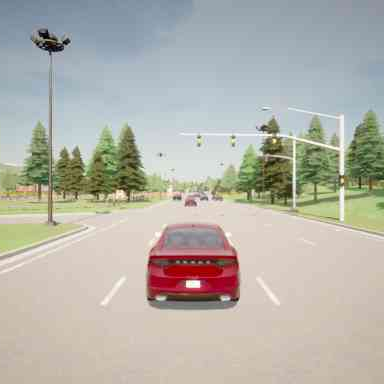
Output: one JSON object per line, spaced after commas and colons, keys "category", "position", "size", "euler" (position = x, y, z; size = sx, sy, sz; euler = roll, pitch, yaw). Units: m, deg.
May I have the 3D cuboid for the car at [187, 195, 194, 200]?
{"category": "car", "position": [-0.358, 1.428, 94.030], "size": [1.895, 1.301, 4.718], "euler": [0, 0, 0]}

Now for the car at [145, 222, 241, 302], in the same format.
{"category": "car", "position": [0.031, 1.478, 8.365], "size": [1.882, 1.535, 5.008], "euler": [0, 0, 0]}

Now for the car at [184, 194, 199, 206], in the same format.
{"category": "car", "position": [-0.201, 1.526, 52.967], "size": [1.812, 1.442, 4.674], "euler": [0, 0, 0]}

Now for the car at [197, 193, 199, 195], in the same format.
{"category": "car", "position": [3.142, 1.358, 94.013], "size": [2.128, 1.511, 4.902], "euler": [0, 0, 0]}

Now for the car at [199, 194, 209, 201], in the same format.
{"category": "car", "position": [3.180, 1.517, 84.010], "size": [1.812, 1.442, 4.674], "euler": [0, 0, 0]}

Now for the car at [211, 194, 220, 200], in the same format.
{"category": "car", "position": [6.642, 1.372, 94.026], "size": [2.033, 1.411, 5.357], "euler": [0, 0, 0]}

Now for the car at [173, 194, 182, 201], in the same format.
{"category": "car", "position": [-3.818, 1.469, 83.566], "size": [1.882, 1.535, 5.008], "euler": [0, 0, 0]}

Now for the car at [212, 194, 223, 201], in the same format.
{"category": "car", "position": [6.682, 1.517, 83.607], "size": [2.128, 1.511, 4.902], "euler": [0, 0, 0]}

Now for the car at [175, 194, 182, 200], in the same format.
{"category": "car", "position": [-3.858, 1.310, 93.986], "size": [1.882, 1.535, 5.008], "euler": [0, 0, 0]}
